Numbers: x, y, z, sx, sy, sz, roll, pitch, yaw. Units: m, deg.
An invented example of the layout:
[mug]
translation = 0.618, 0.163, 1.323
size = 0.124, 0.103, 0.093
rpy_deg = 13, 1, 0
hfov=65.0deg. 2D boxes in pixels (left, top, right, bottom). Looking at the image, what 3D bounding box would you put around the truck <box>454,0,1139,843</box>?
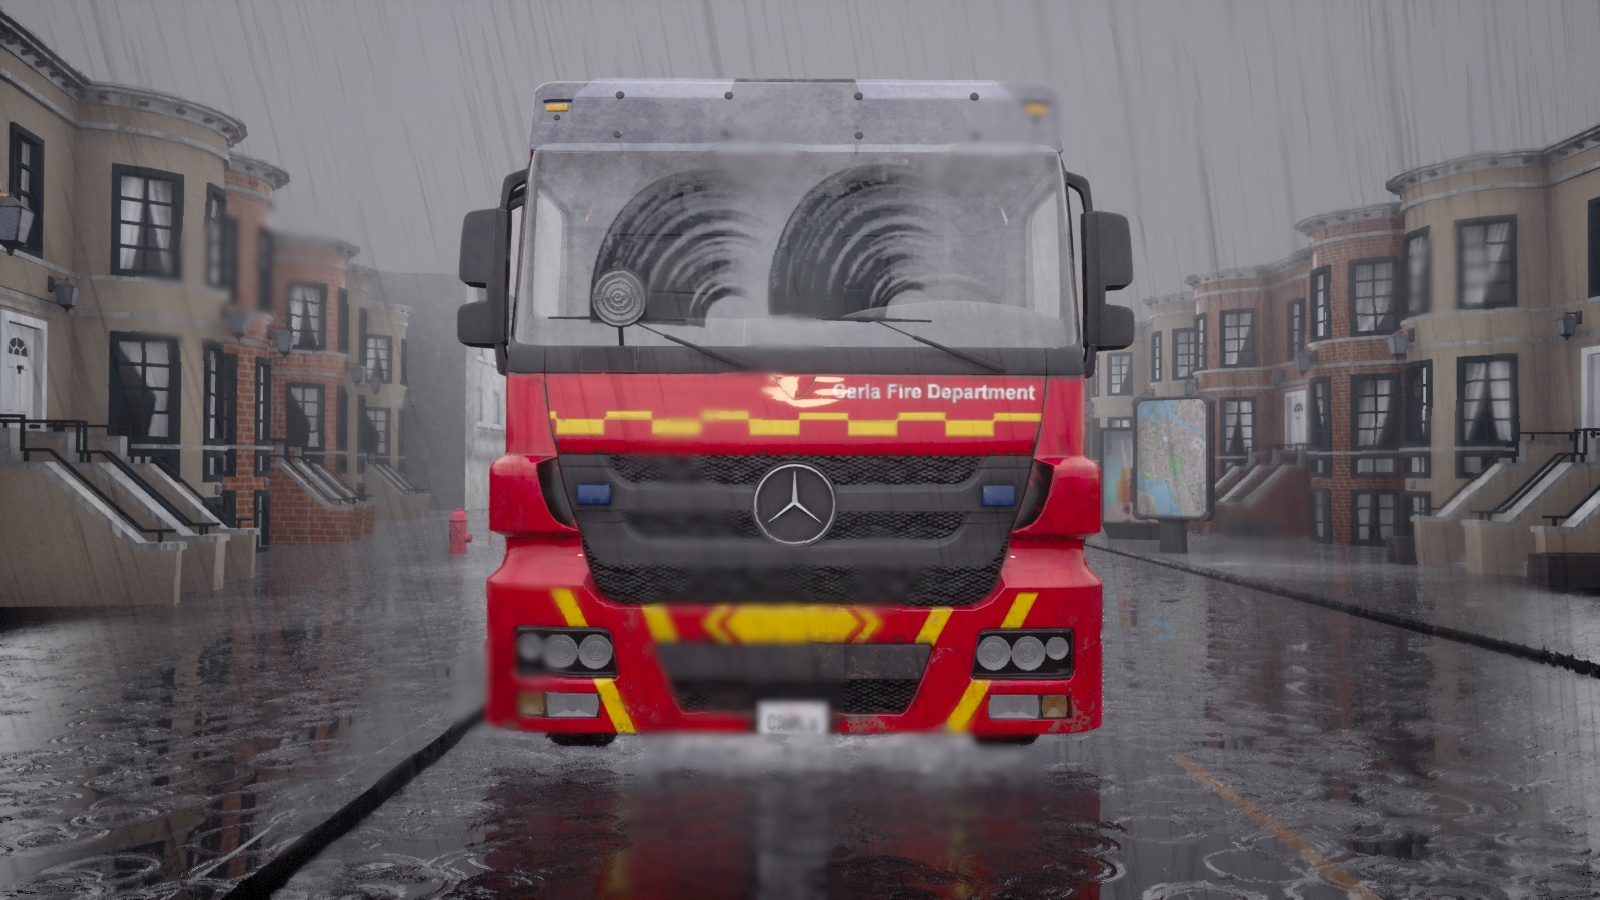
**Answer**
[truck]
translation = -0.032, -0.190, 9.565
size = 2.891, 3.827, 8.468
rpy_deg = 0, -1, 0
